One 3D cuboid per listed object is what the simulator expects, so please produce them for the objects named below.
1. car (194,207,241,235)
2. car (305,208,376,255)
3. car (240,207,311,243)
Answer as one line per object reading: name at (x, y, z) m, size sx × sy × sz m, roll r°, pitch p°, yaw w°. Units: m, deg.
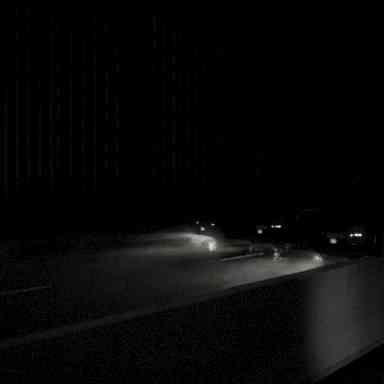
car at (2.730, 1.543, 18.812) m, size 5.357 × 1.411 × 2.033 m, roll 0°, pitch 0°, yaw -35°
car at (7.039, 1.489, 13.288) m, size 4.902 × 1.511 × 2.128 m, roll 0°, pitch 0°, yaw -35°
car at (5.002, 1.488, 16.132) m, size 4.902 × 1.511 × 2.128 m, roll 0°, pitch 0°, yaw -35°
